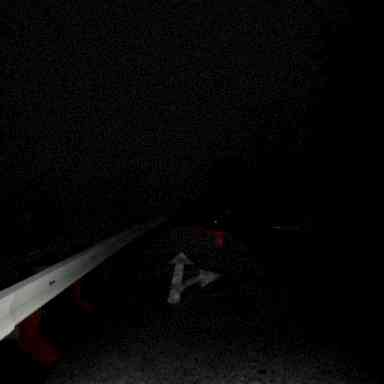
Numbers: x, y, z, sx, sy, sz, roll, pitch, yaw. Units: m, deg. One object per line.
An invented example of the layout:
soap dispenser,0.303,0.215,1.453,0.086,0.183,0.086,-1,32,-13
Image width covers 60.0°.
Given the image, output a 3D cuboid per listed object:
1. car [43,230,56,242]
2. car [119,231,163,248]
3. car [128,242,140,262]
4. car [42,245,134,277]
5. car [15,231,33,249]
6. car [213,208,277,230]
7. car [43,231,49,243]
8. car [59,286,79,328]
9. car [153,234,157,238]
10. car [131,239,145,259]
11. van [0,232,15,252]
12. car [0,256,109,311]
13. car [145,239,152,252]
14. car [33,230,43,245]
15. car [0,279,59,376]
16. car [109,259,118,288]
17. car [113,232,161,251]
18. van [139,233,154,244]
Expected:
car,-23.982,6.891,51.318,5.566,2.045,2.435,1,-4,-20
car,-6.964,6.459,45.345,5.566,2.045,2.435,2,-5,-20
car,-6.943,5.272,27.225,4.553,1.767,2.185,2,-5,-20
car,-6.861,4.711,21.224,5.566,2.045,2.435,2,-5,-20
car,-23.903,6.252,42.498,5.566,2.045,2.435,1,-5,-20
car,3.734,1.834,23.219,4.674,1.442,1.812,1,-6,-24
car,-23.929,6.960,48.388,4.792,1.488,2.163,1,-5,-20
car,-6.869,4.305,12.160,4.892,1.521,2.231,2,-5,-20
car,-6.928,6.148,39.294,4.553,1.767,2.185,2,-4,-20
car,-6.964,5.491,30.246,4.553,1.767,2.185,2,-5,-20
van,-24.022,6.062,39.485,4.442,1.987,1.878,1,-4,-20
car,-6.896,4.271,15.177,5.566,2.045,2.435,2,-4,-20
car,-6.932,5.837,33.250,4.892,1.521,2.231,2,-4,-20
car,-23.913,6.466,45.449,5.566,2.045,2.435,1,-5,-20
car,-6.810,3.835,9.165,5.566,2.045,2.435,2,-5,-20
car,-7.053,4.731,18.114,5.366,1.575,1.946,2,-4,-20
car,-6.993,6.238,42.293,5.566,2.045,2.435,2,-4,-20
van,-6.841,5.833,36.326,4.442,1.987,1.878,2,-5,-20
